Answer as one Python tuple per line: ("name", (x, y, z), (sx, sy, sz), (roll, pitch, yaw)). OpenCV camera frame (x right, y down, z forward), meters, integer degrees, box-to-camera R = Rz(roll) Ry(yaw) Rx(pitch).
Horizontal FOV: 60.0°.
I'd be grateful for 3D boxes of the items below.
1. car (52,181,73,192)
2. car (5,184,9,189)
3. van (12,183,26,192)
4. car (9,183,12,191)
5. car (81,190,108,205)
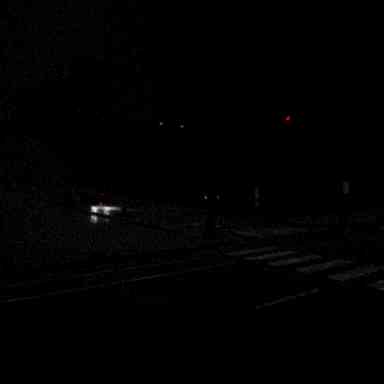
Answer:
("car", (-20.529, -0.702, 52.514), (2.150, 2.045, 5.566), (0, 3, -35))
("car", (-41.164, -1.238, 77.070), (2.192, 1.841, 5.009), (2, 1, -35))
("van", (-36.352, -0.979, 70.305), (1.690, 1.788, 3.998), (2, 1, -35))
("car", (-38.284, -0.863, 73.011), (2.008, 1.369, 4.403), (2, 1, -35))
("car", (-11.669, 0.827, 39.842), (1.895, 1.301, 4.718), (0, 3, -35))
